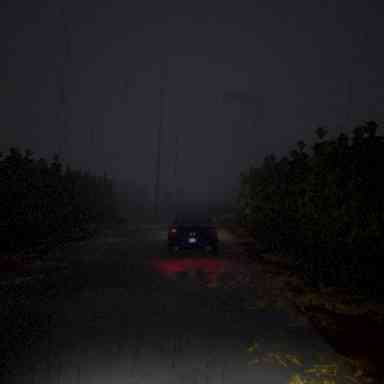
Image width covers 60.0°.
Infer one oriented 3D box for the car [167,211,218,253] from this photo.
[{"bbox_3d":[0.040,1.550,14.196,1.882,1.535,5.008,0,0,1],"label":"car"}]
